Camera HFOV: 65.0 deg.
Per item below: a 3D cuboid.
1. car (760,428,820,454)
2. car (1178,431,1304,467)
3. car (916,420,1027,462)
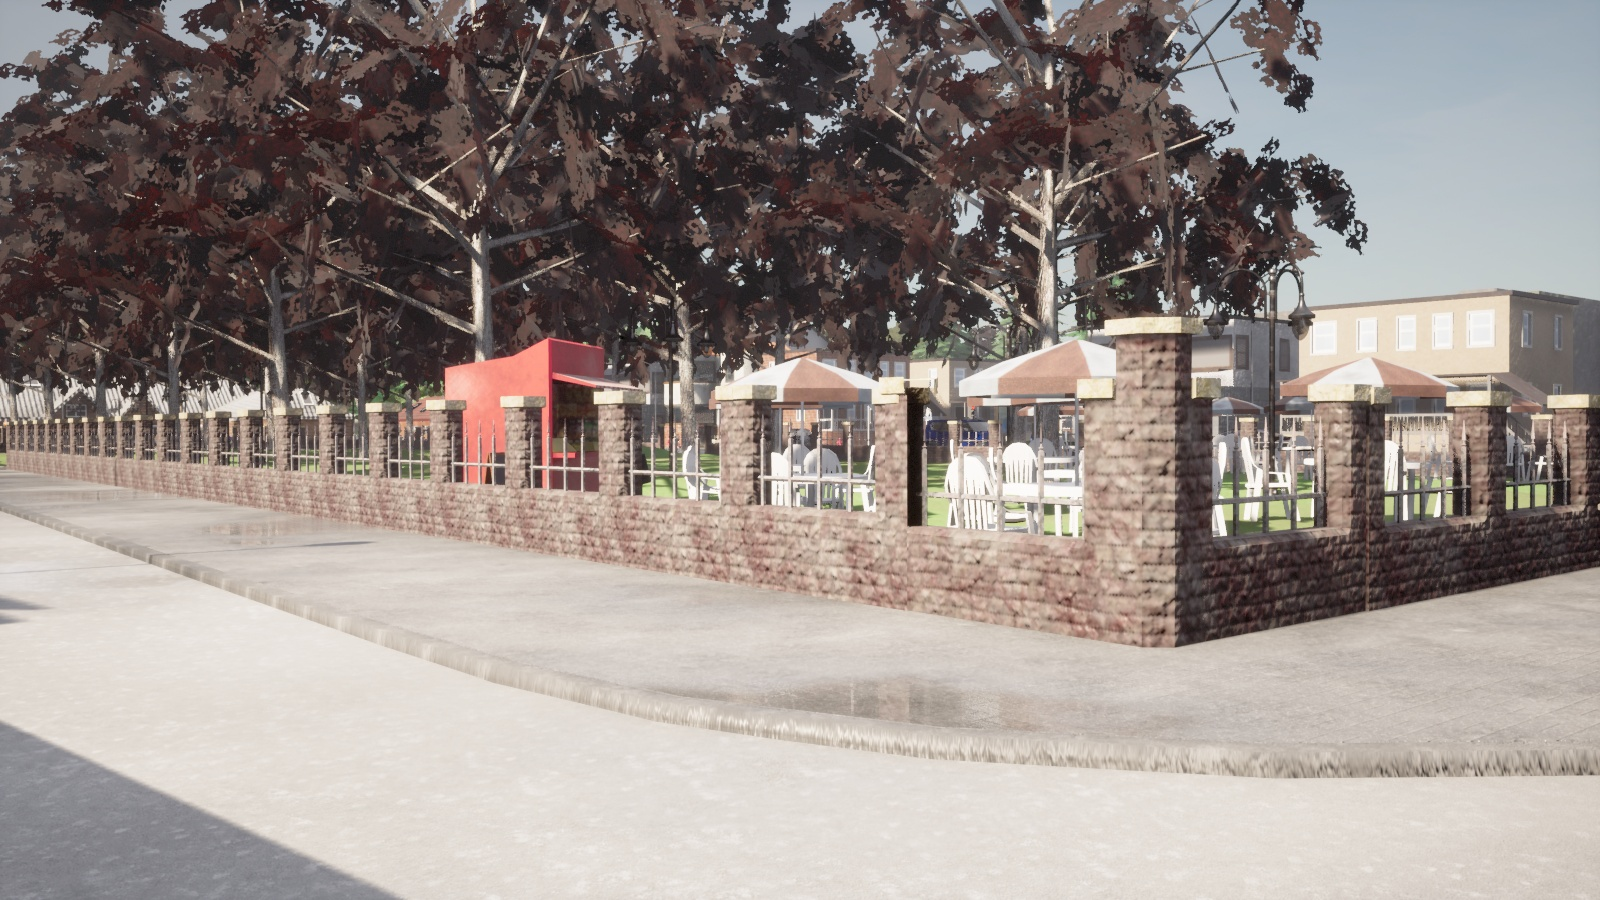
[{"bbox_3d":[-0.622,-0.603,80.724,2.033,1.649,4.856,0,1,24],"label":"car"},{"bbox_3d":[19.677,-0.092,56.163,2.128,1.511,4.902,-1,1,-39],"label":"car"},{"bbox_3d":[8.593,-0.491,63.468,2.150,2.045,5.566,-1,1,-39],"label":"car"}]
